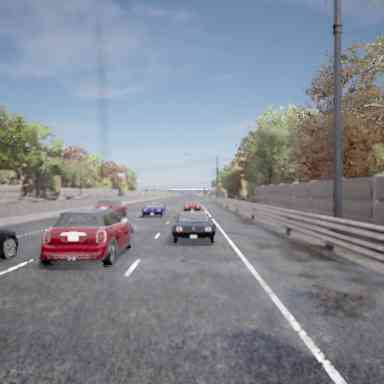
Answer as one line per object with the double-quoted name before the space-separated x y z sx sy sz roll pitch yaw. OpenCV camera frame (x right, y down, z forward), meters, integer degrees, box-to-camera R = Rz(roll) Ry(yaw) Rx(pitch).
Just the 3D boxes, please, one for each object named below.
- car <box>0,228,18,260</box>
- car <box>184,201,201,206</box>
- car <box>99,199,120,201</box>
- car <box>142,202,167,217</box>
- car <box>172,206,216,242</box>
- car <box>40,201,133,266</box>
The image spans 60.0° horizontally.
"car" -6.912 1.492 9.552 2.128 1.511 4.902 0 0 0
"car" 0.053 1.614 37.332 1.895 1.301 4.718 0 0 0
"car" -6.937 1.361 28.569 2.097 1.767 4.553 0 0 0
"car" -3.436 1.609 30.987 1.895 1.301 4.718 0 0 0
"car" 0.079 1.596 16.216 1.895 1.301 4.718 0 0 0
"car" -3.415 1.350 11.687 2.097 1.767 4.553 0 0 0
